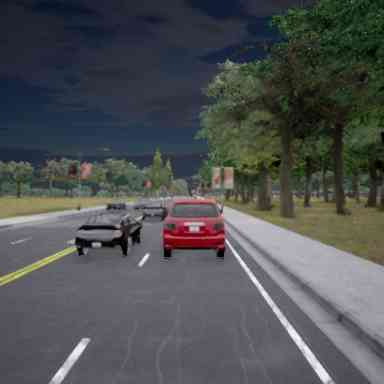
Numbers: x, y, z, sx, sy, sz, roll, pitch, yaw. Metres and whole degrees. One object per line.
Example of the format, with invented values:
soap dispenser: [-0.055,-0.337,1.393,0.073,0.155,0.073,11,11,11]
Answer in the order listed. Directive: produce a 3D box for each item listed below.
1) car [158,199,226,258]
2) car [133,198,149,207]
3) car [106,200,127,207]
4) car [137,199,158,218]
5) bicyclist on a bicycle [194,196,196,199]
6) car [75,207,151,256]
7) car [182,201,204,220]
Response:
car: [0.084,1.286,13.215,2.150,2.045,5.566,0,0,0]
car: [-6.586,1.606,44.852,2.097,1.767,4.553,0,0,0]
car: [-9.844,1.795,43.742,2.033,1.411,5.357,0,0,0]
car: [-3.164,1.649,29.261,2.128,1.511,4.902,0,0,0]
bicyclist on a bicycle: [0.892,1.909,87.220,0.659,1.776,1.843,0,0,0]
car: [-3.166,1.558,13.489,2.128,1.511,4.902,0,0,0]
car: [0.089,1.645,30.840,1.882,1.535,5.008,0,0,0]
